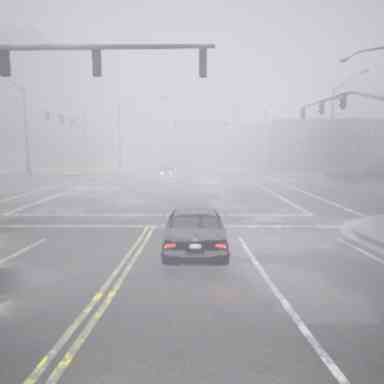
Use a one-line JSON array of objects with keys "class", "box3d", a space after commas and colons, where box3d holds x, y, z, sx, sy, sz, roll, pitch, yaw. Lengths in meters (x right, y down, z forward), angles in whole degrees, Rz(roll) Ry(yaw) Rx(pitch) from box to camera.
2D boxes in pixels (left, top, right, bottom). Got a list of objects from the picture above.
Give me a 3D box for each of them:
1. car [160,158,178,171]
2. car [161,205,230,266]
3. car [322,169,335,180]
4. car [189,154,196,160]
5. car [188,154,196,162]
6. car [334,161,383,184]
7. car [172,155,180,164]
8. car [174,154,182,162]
[{"class": "car", "box3d": [-3.593, -3.920, 49.265, 2.033, 1.411, 5.357, 0, 8, 0]}, {"class": "car", "box3d": [0.086, 1.136, 10.431, 2.033, 1.411, 5.357, 0, 5, 0]}, {"class": "car", "box3d": [16.276, -2.061, 35.038, 4.902, 1.511, 2.128, 0, 8, 0]}, {"class": "car", "box3d": [0.005, -9.361, 89.304, 1.837, 1.490, 4.892, 0, 8, 0]}, {"class": "car", "box3d": [0.005, -7.877, 78.121, 1.882, 1.535, 5.008, 0, 8, 0]}, {"class": "car", "box3d": [17.025, -1.860, 31.527, 5.566, 2.045, 2.150, 0, 8, 0]}, {"class": "car", "box3d": [-3.564, -5.245, 58.782, 1.837, 1.490, 4.892, 0, 8, 0]}, {"class": "car", "box3d": [-3.496, -6.588, 69.018, 2.033, 1.411, 5.357, 0, 8, 0]}]
